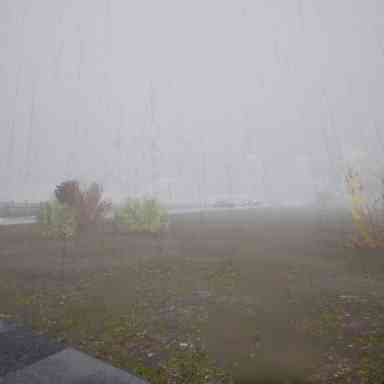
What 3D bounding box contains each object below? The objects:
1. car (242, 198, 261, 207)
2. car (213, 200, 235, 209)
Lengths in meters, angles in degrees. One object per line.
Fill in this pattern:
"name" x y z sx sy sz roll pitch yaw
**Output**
"car" 11.312 1.989 63.304 2.097 1.767 4.553 -1 -1 36
"car" 5.327 2.014 54.885 2.128 1.511 4.902 -1 -1 36
